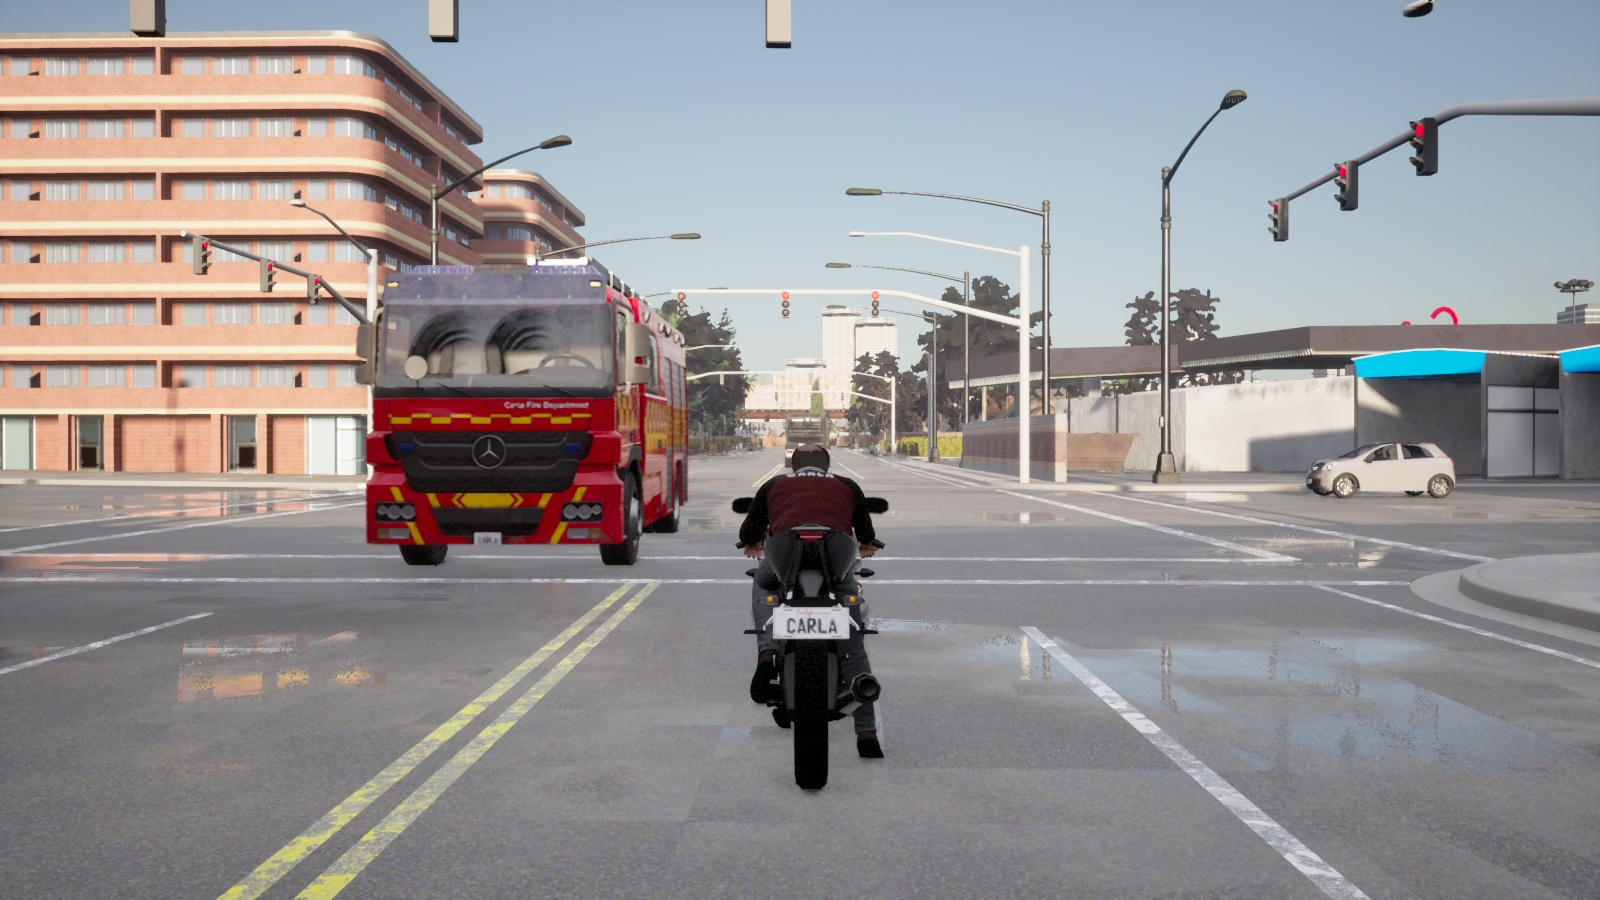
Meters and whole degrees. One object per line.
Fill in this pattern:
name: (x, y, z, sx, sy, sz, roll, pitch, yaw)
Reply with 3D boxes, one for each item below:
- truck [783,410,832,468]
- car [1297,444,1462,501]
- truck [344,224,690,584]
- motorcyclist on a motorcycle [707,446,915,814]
truck: (0.466, -0.678, 78.471, 2.891, 3.462, 7.936, 0, 0, 0)
car: (15.650, 0.581, 34.043, 3.633, 1.501, 1.845, 0, 0, 1)
truck: (-3.382, -0.537, 17.604, 2.891, 3.827, 8.468, 0, 1, 0)
motorcyclist on a motorcycle: (0.052, 0.746, 6.329, 0.866, 1.530, 2.191, 0, 0, 0)
